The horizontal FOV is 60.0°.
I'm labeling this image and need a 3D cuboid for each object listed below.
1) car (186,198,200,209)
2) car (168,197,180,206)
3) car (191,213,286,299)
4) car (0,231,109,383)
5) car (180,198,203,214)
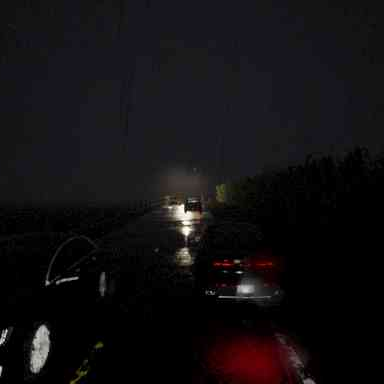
[{"bbox_3d":[0.116,1.525,45.768,1.812,1.442,4.674,0,0,0],"label":"car"},{"bbox_3d":[-2.700,1.477,53.167,1.882,1.535,5.008,0,0,0],"label":"car"},{"bbox_3d":[0.971,1.505,8.426,1.837,1.490,4.892,0,0,0],"label":"car"},{"bbox_3d":[-2.745,1.505,5.515,1.837,1.490,4.892,0,0,0],"label":"car"},{"bbox_3d":[0.109,1.490,35.594,2.128,1.511,4.902,0,0,0],"label":"car"}]
